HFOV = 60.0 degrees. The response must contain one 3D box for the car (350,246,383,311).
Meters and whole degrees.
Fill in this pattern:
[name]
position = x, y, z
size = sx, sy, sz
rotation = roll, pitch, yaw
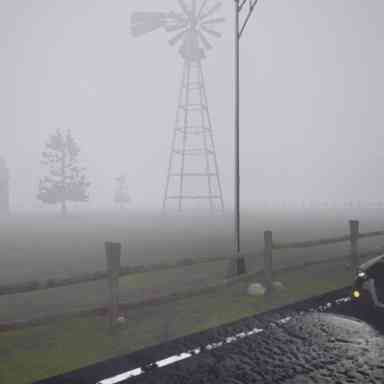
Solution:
[car]
position = 5.048, 1.561, 6.689
size = 4.181, 1.385, 1.994
rotation = 0, 0, -36
